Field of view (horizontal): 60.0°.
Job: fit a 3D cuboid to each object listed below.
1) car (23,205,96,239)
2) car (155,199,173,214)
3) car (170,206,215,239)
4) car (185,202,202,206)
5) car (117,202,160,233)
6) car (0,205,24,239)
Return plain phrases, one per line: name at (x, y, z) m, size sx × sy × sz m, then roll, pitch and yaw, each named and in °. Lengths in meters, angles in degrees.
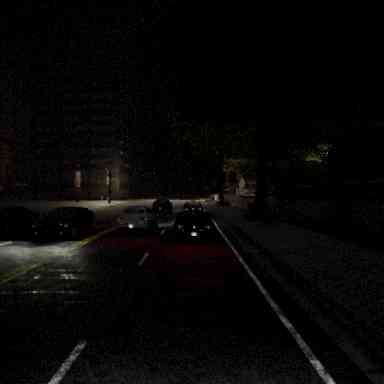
car at (-6.601, 1.479, 17.596) m, size 1.882 × 1.535 × 5.008 m, roll 0°, pitch 0°, yaw 0°
car at (-3.152, 1.493, 35.657) m, size 1.882 × 1.535 × 5.008 m, roll 0°, pitch 0°, yaw 0°
car at (0.100, 1.602, 17.148) m, size 1.895 × 1.301 × 4.718 m, roll 0°, pitch 0°, yaw 0°
car at (0.099, 1.614, 32.821) m, size 1.895 × 1.301 × 4.718 m, roll 0°, pitch 0°, yaw 0°
car at (-3.151, 1.528, 19.457) m, size 1.812 × 1.442 × 4.674 m, roll 0°, pitch 0°, yaw 0°
car at (-9.851, 1.479, 17.596) m, size 1.882 × 1.535 × 5.008 m, roll 0°, pitch 0°, yaw 0°
